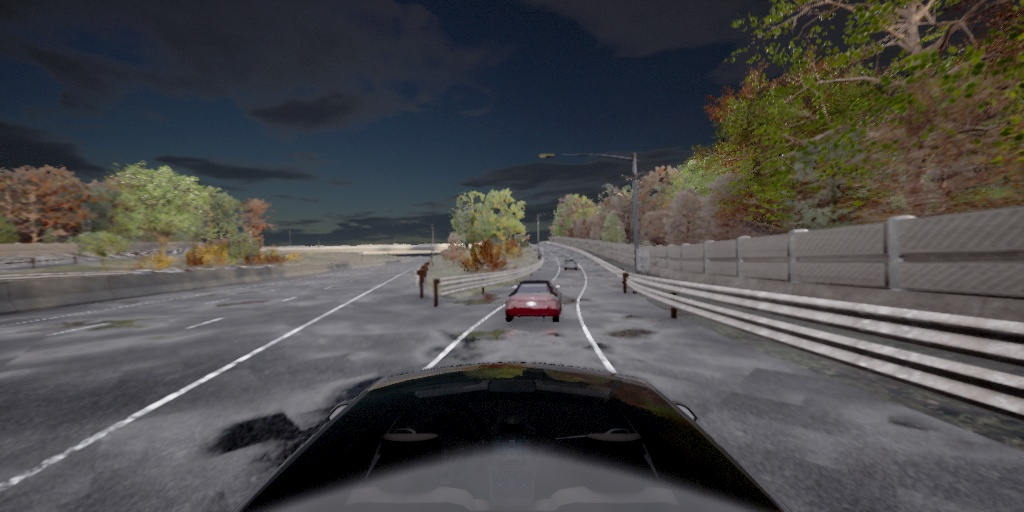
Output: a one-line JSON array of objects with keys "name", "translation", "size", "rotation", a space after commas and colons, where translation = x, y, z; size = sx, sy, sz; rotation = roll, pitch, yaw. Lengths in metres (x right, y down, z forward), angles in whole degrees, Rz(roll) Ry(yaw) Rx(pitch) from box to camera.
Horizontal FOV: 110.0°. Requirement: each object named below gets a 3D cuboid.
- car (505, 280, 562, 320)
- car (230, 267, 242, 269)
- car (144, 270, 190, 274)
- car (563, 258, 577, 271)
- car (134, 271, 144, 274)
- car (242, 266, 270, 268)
[{"name": "car", "translation": [0.944, 1.629, 14.131], "size": [1.994, 1.385, 4.181], "rotation": [-1, -1, 8]}, {"name": "car", "translation": [-38.364, 2.256, 49.722], "size": [2.033, 1.411, 5.357], "rotation": [-1, 0, -12]}, {"name": "car", "translation": [-31.158, 2.020, 33.436], "size": [1.812, 1.442, 4.674], "rotation": [-1, 0, -12]}, {"name": "car", "translation": [8.980, 1.448, 54.971], "size": [1.994, 1.385, 4.181], "rotation": [-1, 2, 8]}, {"name": "car", "translation": [-34.890, 2.151, 34.134], "size": [1.994, 1.385, 4.181], "rotation": [-1, 0, -12]}, {"name": "car", "translation": [-34.799, 2.100, 49.777], "size": [1.882, 1.535, 5.008], "rotation": [-1, 0, -12]}]
